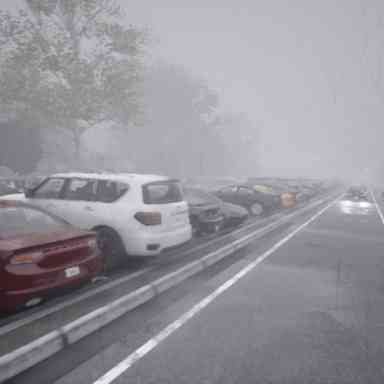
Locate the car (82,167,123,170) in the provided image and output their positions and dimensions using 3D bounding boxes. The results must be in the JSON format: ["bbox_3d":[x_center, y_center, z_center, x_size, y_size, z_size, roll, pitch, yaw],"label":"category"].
[{"bbox_3d":[-7.867,-0.915,26.734,5.566,2.045,2.435,4,4,27],"label":"car"}]

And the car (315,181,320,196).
[{"bbox_3d":[8.983,-0.144,30.912,4.792,1.488,2.163,4,4,27],"label":"car"}]

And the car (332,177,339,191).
[{"bbox_3d":[16.740,-1.026,45.812,5.566,2.045,2.435,4,4,27],"label":"car"}]

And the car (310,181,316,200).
[{"bbox_3d":[7.692,-0.044,28.425,4.792,1.488,2.163,4,4,27],"label":"car"}]

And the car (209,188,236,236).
[{"bbox_3d":[-1.363,0.645,11.038,4.892,1.521,2.231,4,4,27],"label":"car"}]

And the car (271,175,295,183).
[{"bbox_3d":[24.155,-3.497,88.393,5.566,2.045,2.435,4,5,27],"label":"car"}]

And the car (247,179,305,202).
[{"bbox_3d":[5.058,0.153,23.479,4.792,1.488,2.163,4,4,27],"label":"car"}]

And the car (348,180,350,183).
[{"bbox_3d":[34.790,-2.260,80.650,5.008,1.535,2.097,4,5,27],"label":"car"}]

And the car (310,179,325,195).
[{"bbox_3d":[10.254,-0.276,33.407,5.008,1.535,2.097,4,4,27],"label":"car"}]

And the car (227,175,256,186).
[{"bbox_3d":[8.750,-2.089,58.887,4.553,1.767,2.185,4,4,27],"label":"car"}]

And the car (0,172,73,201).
[{"bbox_3d":[-10.464,-0.461,21.823,5.008,1.535,2.097,4,4,27],"label":"car"}]

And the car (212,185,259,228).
[{"bbox_3d":[-0.053,0.568,13.510,4.792,1.488,2.163,4,4,27],"label":"car"}]

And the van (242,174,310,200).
[{"bbox_3d":[6.490,-0.192,25.883,4.442,1.987,1.878,4,4,27],"label":"van"}]

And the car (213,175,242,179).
[{"bbox_3d":[4.932,-1.663,51.498,4.892,1.521,2.231,4,4,27],"label":"car"}]

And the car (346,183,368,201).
[{"bbox_3d":[17.013,0.103,34.216,1.895,1.301,4.718,4,4,27],"label":"car"}]

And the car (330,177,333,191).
[{"bbox_3d":[15.446,-0.800,43.332,4.553,1.767,2.185,4,4,27],"label":"car"}]

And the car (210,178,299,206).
[{"bbox_3d":[3.630,0.210,21.062,5.366,1.575,1.946,4,4,27],"label":"car"}]

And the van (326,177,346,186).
[{"bbox_3d":[35.983,-2.616,83.175,4.442,1.987,1.878,4,5,27],"label":"van"}]

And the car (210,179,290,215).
[{"bbox_3d":[2.510,0.327,18.492,5.008,1.535,2.097,4,4,27],"label":"car"}]

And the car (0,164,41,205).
[{"bbox_3d":[-11.716,-0.606,19.325,5.566,2.045,2.435,4,4,27],"label":"car"}]

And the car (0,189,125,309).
[{"bbox_3d":[-3.947,0.862,6.062,5.008,1.535,2.097,4,4,27],"label":"car"}]

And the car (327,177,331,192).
[{"bbox_3d":[14.156,-0.700,40.846,4.553,1.767,2.185,4,4,27],"label":"car"}]

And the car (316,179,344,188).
[{"bbox_3d":[28.319,-1.686,68.223,4.892,1.521,2.231,4,4,27],"label":"car"}]

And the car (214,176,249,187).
[{"bbox_3d":[6.381,-1.754,53.874,5.366,1.575,1.946,4,4,27],"label":"car"}]

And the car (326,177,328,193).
[{"bbox_3d":[12.809,-0.604,38.388,4.553,1.767,2.185,4,4,27],"label":"car"}]

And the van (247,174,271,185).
[{"bbox_3d":[13.792,-2.592,68.768,4.442,1.987,1.878,4,4,27],"label":"van"}]

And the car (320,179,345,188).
[{"bbox_3d":[30.882,-1.877,73.211,4.792,1.488,2.163,4,4,27],"label":"car"}]

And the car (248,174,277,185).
[{"bbox_3d":[15.150,-2.711,71.188,5.566,2.045,2.435,4,4,27],"label":"car"}]

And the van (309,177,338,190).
[{"bbox_3d":[23.066,-1.512,58.312,4.442,1.987,1.878,4,4,27],"label":"van"}]

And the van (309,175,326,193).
[{"bbox_3d":[11.654,-0.593,35.828,4.442,1.987,1.878,4,4,27],"label":"van"}]

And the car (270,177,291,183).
[{"bbox_3d":[22.846,-3.126,85.962,4.892,1.521,2.231,4,5,27],"label":"car"}]

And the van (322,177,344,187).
[{"bbox_3d":[32.107,-2.255,75.718,4.442,1.987,1.878,4,4,27],"label":"van"}]

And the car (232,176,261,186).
[{"bbox_3d":[10.075,-2.030,61.333,4.792,1.488,2.163,4,4,27],"label":"car"}]

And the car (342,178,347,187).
[{"bbox_3d":[25.777,-1.728,63.217,5.566,2.045,2.435,4,4,27],"label":"car"}]

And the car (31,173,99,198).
[{"bbox_3d":[-9.243,-0.521,24.186,4.674,1.452,2.002,4,4,27],"label":"car"}]

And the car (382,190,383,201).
[{"bbox_3d":[20.625,0.243,33.978,1.994,1.385,4.181,4,4,28],"label":"car"}]

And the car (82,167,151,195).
[{"bbox_3d":[-6.642,-1.010,29.095,5.566,2.045,2.435,4,4,27],"label":"car"}]

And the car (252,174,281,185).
[{"bbox_3d":[16.479,-2.812,73.625,5.566,2.045,2.435,4,4,27],"label":"car"}]

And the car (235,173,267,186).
[{"bbox_3d":[11.315,-2.413,63.803,5.566,2.045,2.435,4,4,27],"label":"car"}]

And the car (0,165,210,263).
[{"bbox_3d":[-2.674,0.500,8.547,5.566,2.045,2.435,4,4,27],"label":"car"}]

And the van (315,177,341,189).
[{"bbox_3d":[26.938,-1.813,65.769,4.442,1.987,1.878,4,4,27],"label":"van"}]

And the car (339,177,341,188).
[{"bbox_3d":[18.032,-1.126,48.298,5.566,2.045,2.435,4,4,27],"label":"car"}]
